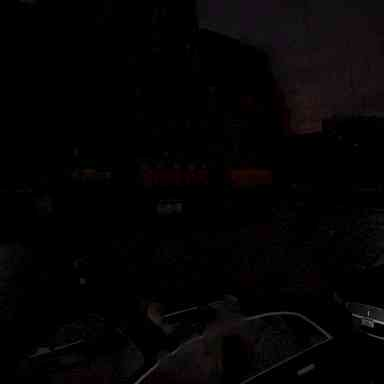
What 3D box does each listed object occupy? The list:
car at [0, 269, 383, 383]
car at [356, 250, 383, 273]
[{"bbox_3d":[-0.268,1.550,2.643,4.403,1.369,2.008,0,-2,-35],"label":"car"},{"bbox_3d":[4.172,1.549,5.801,4.403,1.369,2.008,0,-2,-35],"label":"car"}]
